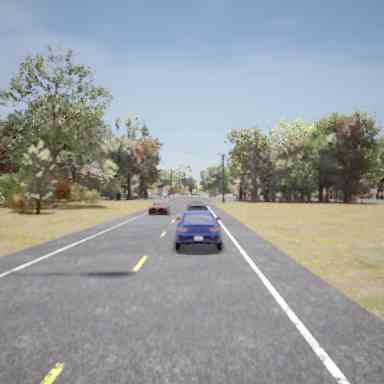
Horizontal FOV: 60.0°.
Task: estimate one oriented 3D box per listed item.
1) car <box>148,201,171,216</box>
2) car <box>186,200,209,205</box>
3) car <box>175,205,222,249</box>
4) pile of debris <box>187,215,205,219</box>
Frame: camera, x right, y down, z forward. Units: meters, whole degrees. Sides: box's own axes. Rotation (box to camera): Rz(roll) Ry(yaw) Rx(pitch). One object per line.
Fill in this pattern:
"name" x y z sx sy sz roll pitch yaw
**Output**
"car" -3.172 1.602 32.924 1.895 1.301 4.718 0 0 1
"car" 0.486 1.499 30.627 1.837 1.490 4.892 0 0 1
"car" 0.276 1.523 14.407 1.812 1.442 4.674 0 0 1
"pile of debris" 0.374 2.171 28.983 1.500 0.140 1.860 0 0 1
